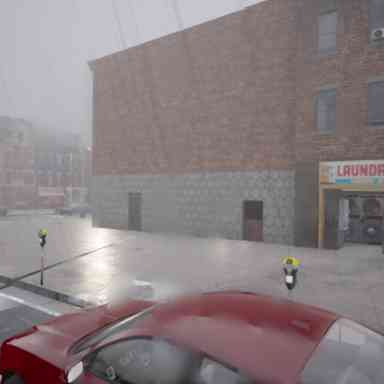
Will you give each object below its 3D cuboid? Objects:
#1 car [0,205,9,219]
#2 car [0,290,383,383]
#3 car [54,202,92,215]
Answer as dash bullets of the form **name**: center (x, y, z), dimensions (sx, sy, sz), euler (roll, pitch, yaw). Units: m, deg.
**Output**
- **car**: center (-19.334, 1.721, 30.185), dimensions (2.128, 1.511, 4.902), euler (1, 0, 36)
- **car**: center (0.145, 1.544, 2.694), dimensions (4.507, 1.381, 1.887), euler (0, 1, 36)
- **car**: center (-13.170, 1.917, 38.791), dimensions (2.033, 1.411, 5.357), euler (1, 0, 35)
